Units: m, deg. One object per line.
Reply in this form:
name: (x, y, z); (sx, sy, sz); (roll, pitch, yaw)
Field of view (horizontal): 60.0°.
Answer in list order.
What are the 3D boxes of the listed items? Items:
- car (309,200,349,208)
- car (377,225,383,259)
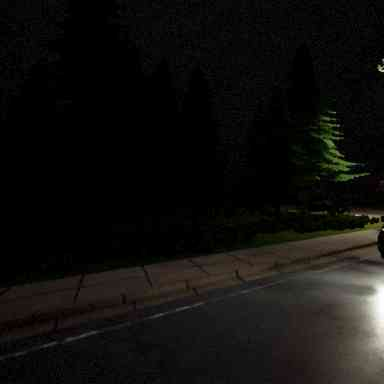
car: (13.597, 1.576, 34.927); (2.033, 1.411, 5.357); (0, 0, -38)
car: (8.377, 1.222, 11.211); (5.566, 2.045, 2.150); (0, 0, -39)
